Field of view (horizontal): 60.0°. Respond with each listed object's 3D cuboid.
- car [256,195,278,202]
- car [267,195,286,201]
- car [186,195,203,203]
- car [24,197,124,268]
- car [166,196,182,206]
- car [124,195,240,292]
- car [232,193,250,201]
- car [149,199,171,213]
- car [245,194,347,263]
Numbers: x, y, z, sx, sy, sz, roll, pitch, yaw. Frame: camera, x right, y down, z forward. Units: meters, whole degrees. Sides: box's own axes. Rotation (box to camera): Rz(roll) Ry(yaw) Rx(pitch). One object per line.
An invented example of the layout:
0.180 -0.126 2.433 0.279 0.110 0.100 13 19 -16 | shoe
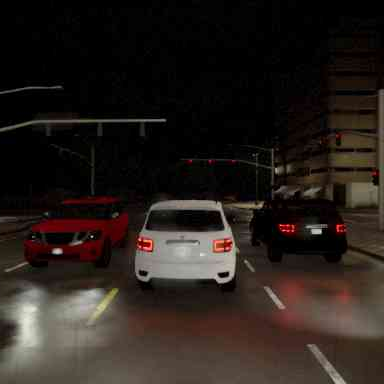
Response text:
18.202 1.539 80.233 5.357 1.411 2.033 0 0 -34 | car
21.840 1.524 86.259 4.674 1.442 1.812 0 0 -22 | car
0.662 1.500 70.373 1.837 1.490 4.892 0 0 23 | car
-3.593 1.221 11.597 2.150 2.045 5.566 0 0 0 | car
-3.043 1.506 56.401 1.837 1.490 4.892 0 0 7 | car
0.016 1.221 9.154 2.150 2.045 5.566 0 0 4 | car
13.073 1.225 80.741 5.566 2.045 2.150 0 0 -41 | car
-3.603 1.584 38.253 2.033 1.411 5.357 0 0 0 | car
3.577 1.221 12.180 2.150 2.045 5.566 0 0 0 | car
